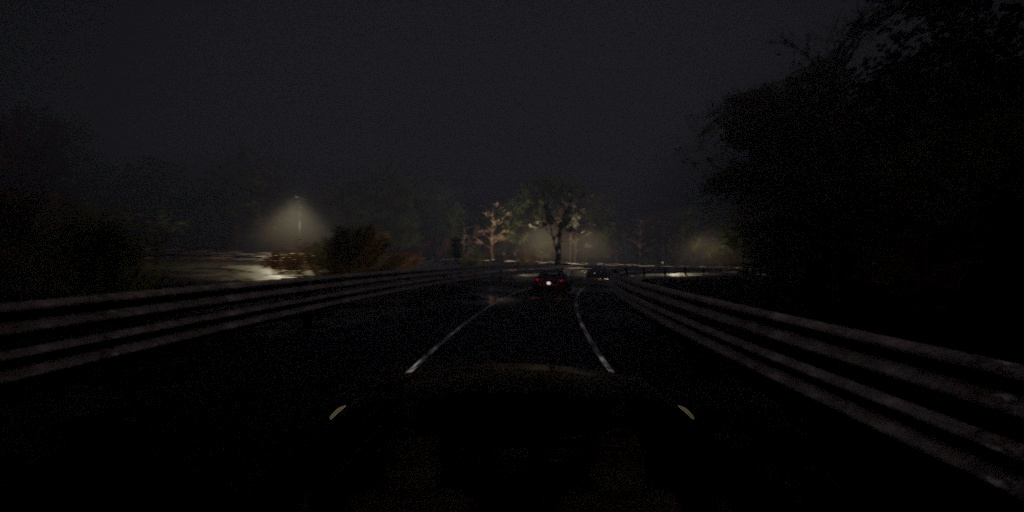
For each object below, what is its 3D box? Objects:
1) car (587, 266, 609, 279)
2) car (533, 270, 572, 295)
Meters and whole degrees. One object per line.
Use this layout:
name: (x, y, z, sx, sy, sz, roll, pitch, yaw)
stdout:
car: (10.105, 1.895, 41.523, 1.994, 1.385, 4.181, 2, -1, 28)
car: (2.516, 1.515, 21.871, 1.994, 1.385, 4.181, 1, -1, 14)
